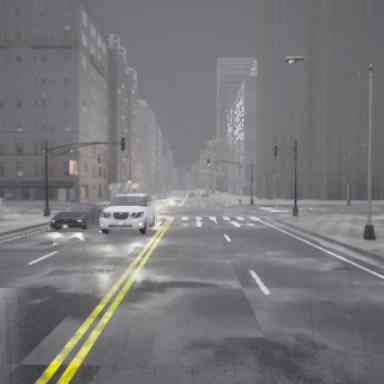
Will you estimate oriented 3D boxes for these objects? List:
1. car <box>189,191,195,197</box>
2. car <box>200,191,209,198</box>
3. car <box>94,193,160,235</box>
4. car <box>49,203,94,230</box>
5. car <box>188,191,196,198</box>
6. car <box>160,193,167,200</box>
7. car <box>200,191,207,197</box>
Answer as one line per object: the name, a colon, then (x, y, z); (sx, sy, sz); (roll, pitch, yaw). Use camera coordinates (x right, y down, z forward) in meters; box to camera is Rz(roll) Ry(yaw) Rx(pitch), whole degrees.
car: (0.045, 0.541, 93.934); (1.837, 1.490, 4.892); (0, 1, 0)
car: (3.290, 0.819, 83.931); (1.812, 1.442, 4.674); (0, 1, 0)
car: (-3.293, 1.072, 18.146); (2.150, 2.045, 5.566); (0, 0, 0)
car: (-6.524, 1.381, 19.834); (2.033, 1.411, 5.357); (0, 0, 1)
car: (0.040, 0.822, 83.516); (2.128, 1.511, 4.902); (0, 1, 0)
car: (-6.465, 0.928, 71.852); (2.128, 1.511, 4.902); (0, 0, 0)
car: (3.295, 0.519, 93.933); (1.882, 1.535, 5.008); (0, 1, 0)
